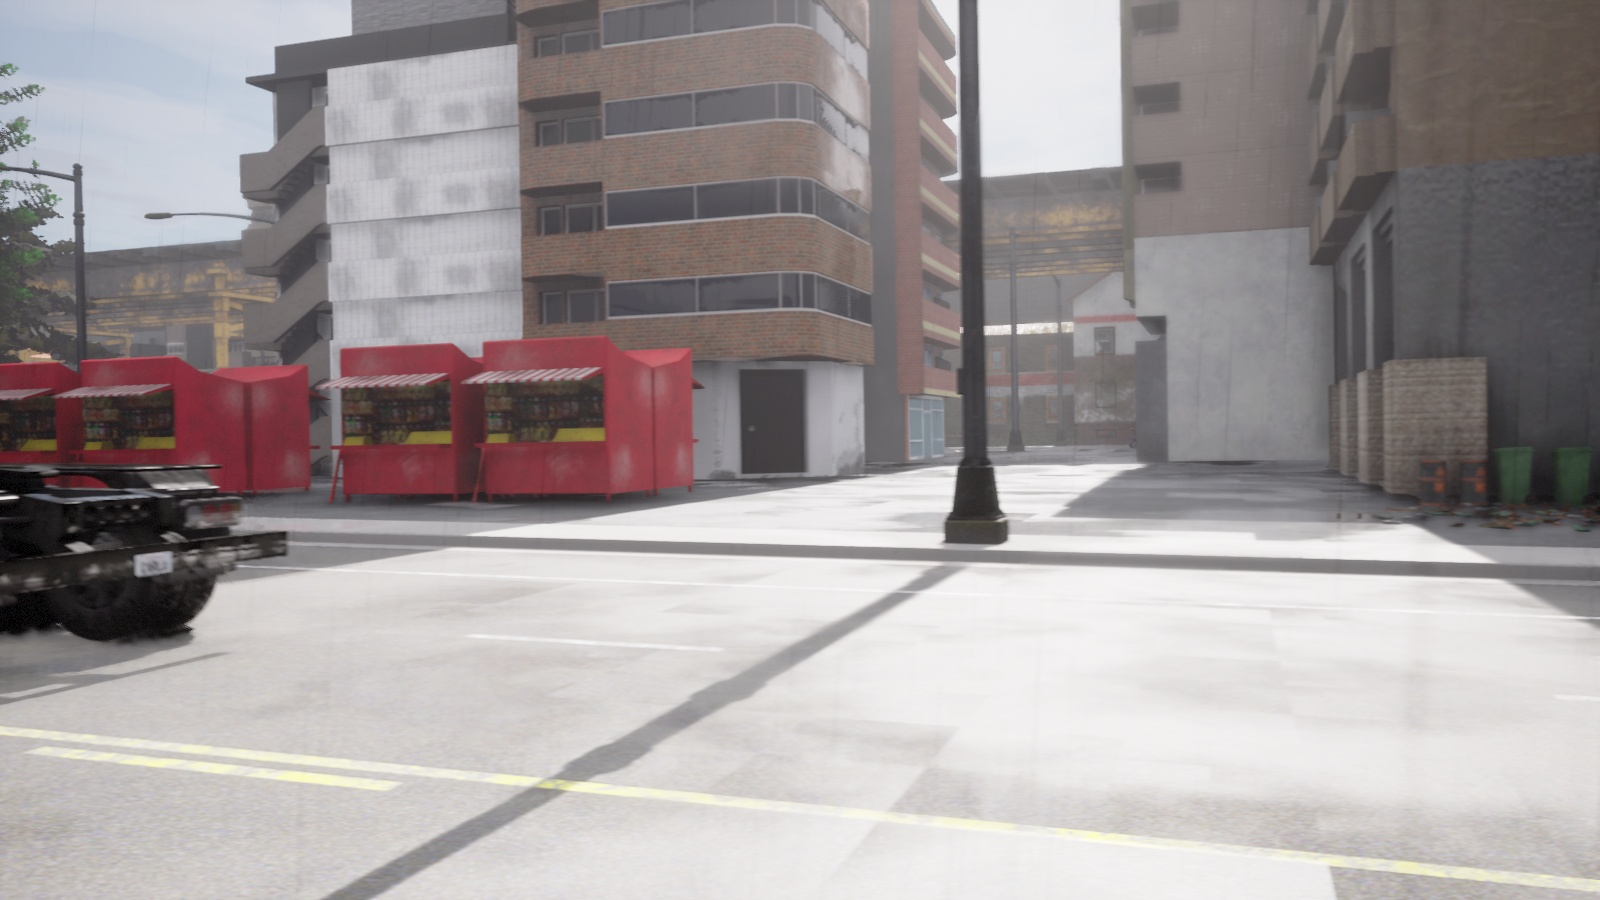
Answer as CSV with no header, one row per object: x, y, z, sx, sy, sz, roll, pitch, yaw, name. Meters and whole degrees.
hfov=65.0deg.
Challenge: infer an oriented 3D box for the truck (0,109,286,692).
-8.210,-0.339,9.634,7.936,3.462,2.891,1,1,19,truck
